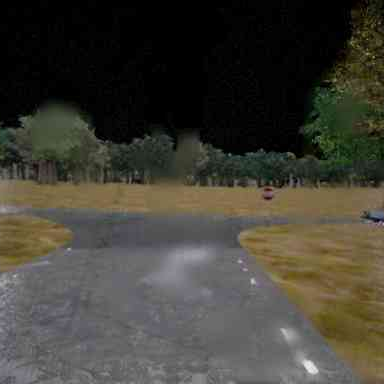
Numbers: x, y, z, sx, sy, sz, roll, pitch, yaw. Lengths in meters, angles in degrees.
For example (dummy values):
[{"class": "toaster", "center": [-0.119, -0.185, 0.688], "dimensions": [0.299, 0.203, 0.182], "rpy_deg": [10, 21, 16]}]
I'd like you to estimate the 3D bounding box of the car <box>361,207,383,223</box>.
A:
[{"class": "car", "center": [16.821, 1.917, 27.238], "dimensions": [5.357, 1.411, 2.033], "rpy_deg": [2, -1, -3]}]
